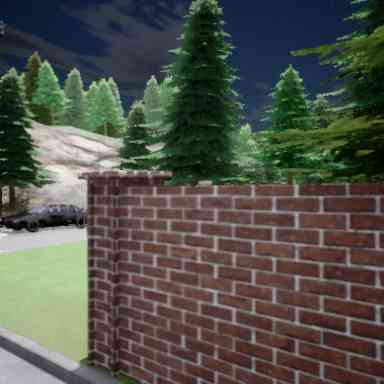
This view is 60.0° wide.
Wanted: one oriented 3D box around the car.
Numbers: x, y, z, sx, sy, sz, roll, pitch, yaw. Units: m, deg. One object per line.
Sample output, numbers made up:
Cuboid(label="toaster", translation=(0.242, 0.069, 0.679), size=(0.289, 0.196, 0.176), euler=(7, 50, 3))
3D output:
Cuboid(label="car", translation=(-8.116, 1.428, 19.346), size=(2.033, 1.411, 5.357), euler=(0, 0, 35))
